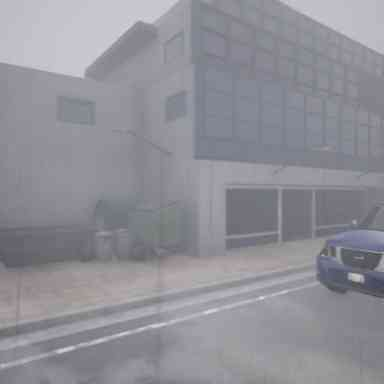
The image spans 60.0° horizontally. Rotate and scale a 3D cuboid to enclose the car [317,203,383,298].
[{"bbox_3d":[5.293,1.237,7.772,5.566,2.045,2.150,0,0,-36],"label":"car"}]
